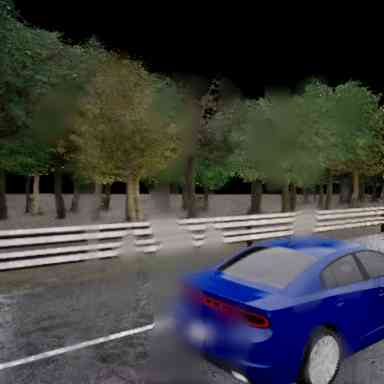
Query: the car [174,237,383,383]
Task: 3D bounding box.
[{"bbox_3d":[2.104,1.464,5.288,5.008,1.535,1.882,0,0,-35],"label":"car"}]
